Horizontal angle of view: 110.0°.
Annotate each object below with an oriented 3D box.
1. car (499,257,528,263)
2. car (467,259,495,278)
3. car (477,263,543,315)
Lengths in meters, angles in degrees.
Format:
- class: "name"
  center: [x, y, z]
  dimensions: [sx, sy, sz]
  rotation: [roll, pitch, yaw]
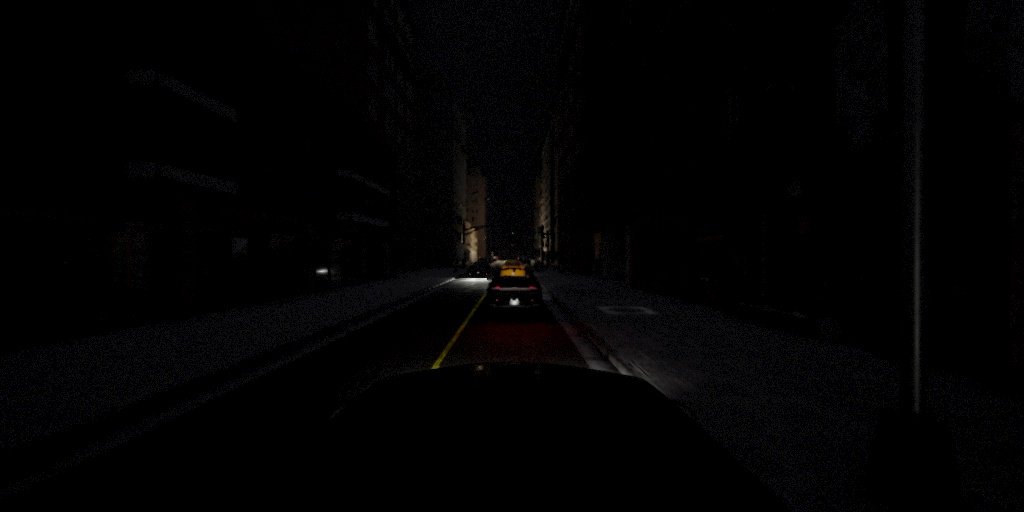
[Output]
- class: "car"
  center: [0.085, 1.126, 29.720]
  dimensions: [1.882, 1.535, 5.008]
  rotation: [0, 0, 0]
- class: "car"
  center: [-2.838, 1.203, 32.034]
  dimensions: [1.994, 1.385, 4.181]
  rotation: [0, 0, 0]
- class: "car"
  center: [0.082, 1.200, 13.333]
  dimensions: [2.128, 1.511, 4.902]
  rotation: [0, 0, 0]
